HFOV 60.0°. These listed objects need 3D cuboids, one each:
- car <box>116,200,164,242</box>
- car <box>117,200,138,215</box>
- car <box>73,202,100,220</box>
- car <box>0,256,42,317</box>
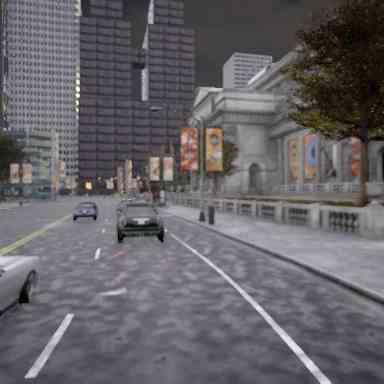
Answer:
[{"bbox_3d":[-2.658,1.340,16.593,2.097,1.767,4.553,0,0,-12],"label":"car"},{"bbox_3d":[-6.719,1.545,34.260,1.994,1.385,4.181,0,0,-13],"label":"car"},{"bbox_3d":[-8.848,1.550,28.016,2.033,1.411,5.357,0,0,-13],"label":"car"},{"bbox_3d":[-3.990,1.613,5.130,1.895,1.301,4.718,0,0,-6],"label":"car"}]
